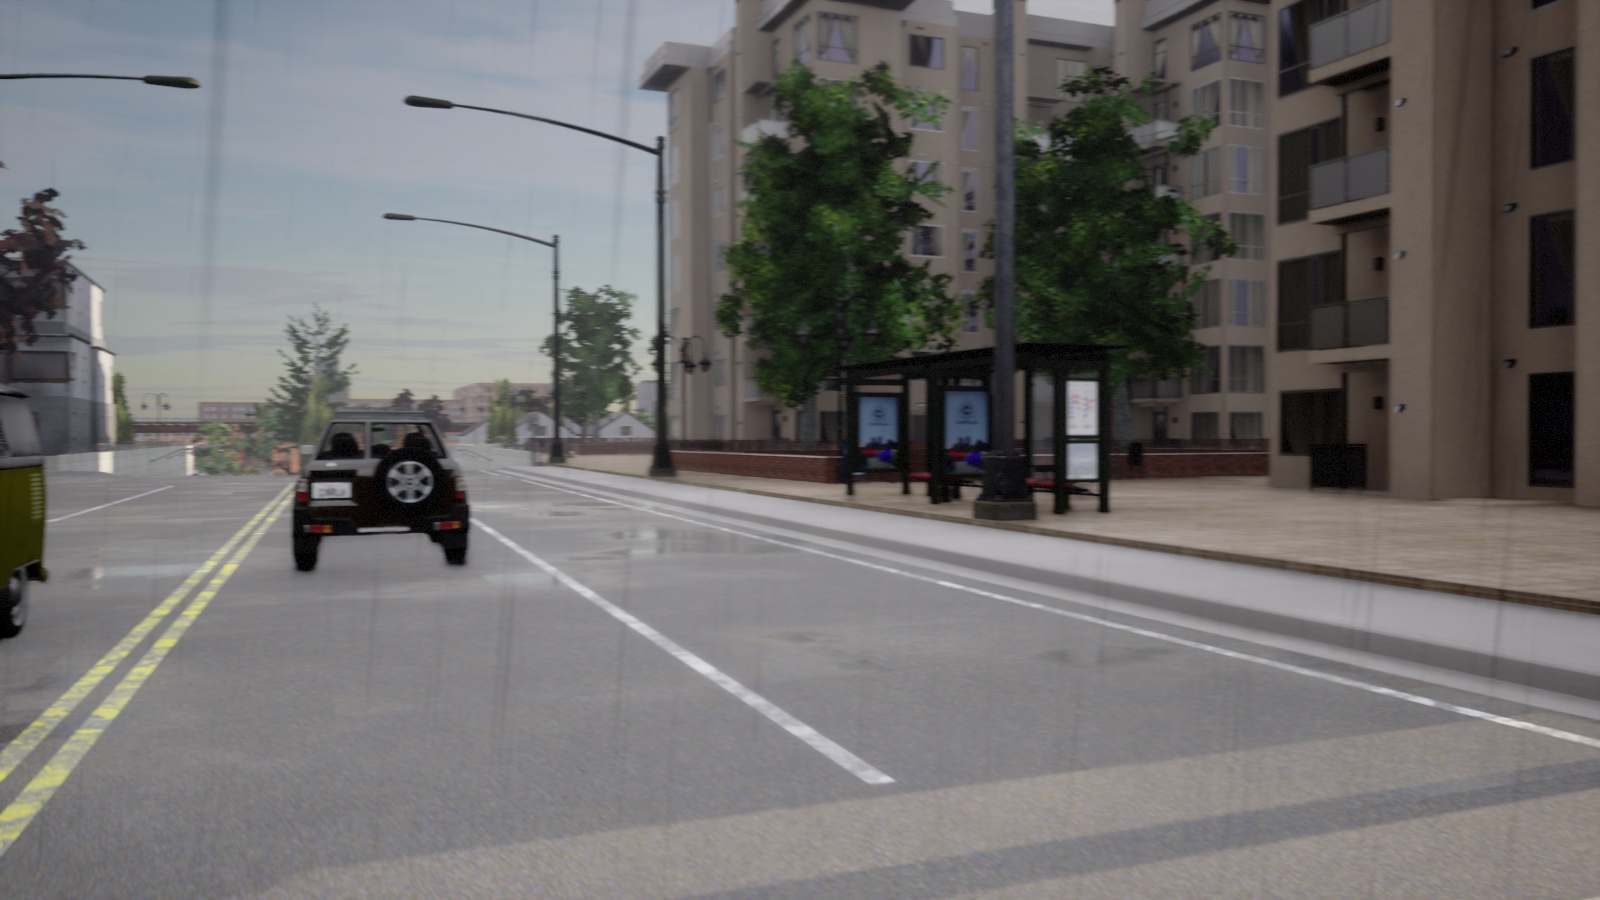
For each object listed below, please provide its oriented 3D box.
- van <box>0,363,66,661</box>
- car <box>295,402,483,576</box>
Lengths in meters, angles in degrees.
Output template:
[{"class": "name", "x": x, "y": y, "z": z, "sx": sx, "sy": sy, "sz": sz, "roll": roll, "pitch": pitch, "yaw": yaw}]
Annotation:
[{"class": "van", "x": -6.102, "y": 0.418, "z": 7.884, "sx": 1.775, "sy": 1.987, "sz": 4.442, "roll": 0, "pitch": 1, "yaw": -20}, {"class": "car", "x": -5.217, "y": 0.387, "z": 15.825, "sx": 1.932, "sy": 1.855, "sz": 4.605, "roll": 0, "pitch": 1, "yaw": -20}]
